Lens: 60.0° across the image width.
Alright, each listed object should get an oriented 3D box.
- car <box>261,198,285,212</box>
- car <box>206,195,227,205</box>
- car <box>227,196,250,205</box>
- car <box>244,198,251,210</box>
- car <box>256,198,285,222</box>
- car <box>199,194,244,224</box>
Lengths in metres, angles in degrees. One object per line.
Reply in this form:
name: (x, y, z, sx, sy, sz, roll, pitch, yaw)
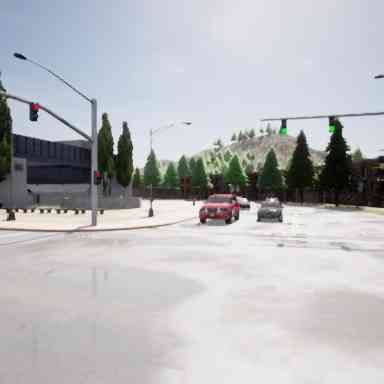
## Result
car: (9.523, 1.473, 39.507, 2.128, 1.511, 4.902, 0, 0, 7)
car: (4.267, 1.370, 59.257, 1.882, 1.535, 5.008, 0, 0, -20)
car: (8.081, 1.521, 58.617, 2.033, 1.411, 5.357, 0, 0, -17)
car: (6.417, 1.528, 42.888, 2.033, 1.411, 5.357, 0, 0, 3)
car: (6.320, 1.493, 26.682, 1.837, 1.490, 4.892, 0, 0, 17)
car: (2.201, 1.210, 25.143, 2.150, 2.045, 5.566, 0, 0, 18)
